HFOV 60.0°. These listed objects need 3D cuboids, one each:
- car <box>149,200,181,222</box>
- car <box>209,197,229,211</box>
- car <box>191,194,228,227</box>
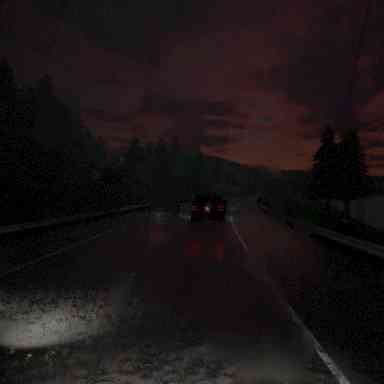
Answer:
[{"bbox_3d":[-2.045,1.414,25.761,1.837,1.490,4.892,0,0,5],"label":"car"},{"bbox_3d":[3.305,1.411,40.462,2.033,1.411,5.357,0,0,9],"label":"car"},{"bbox_3d":[1.170,1.143,22.631,2.150,2.045,5.566,0,0,5],"label":"car"}]
